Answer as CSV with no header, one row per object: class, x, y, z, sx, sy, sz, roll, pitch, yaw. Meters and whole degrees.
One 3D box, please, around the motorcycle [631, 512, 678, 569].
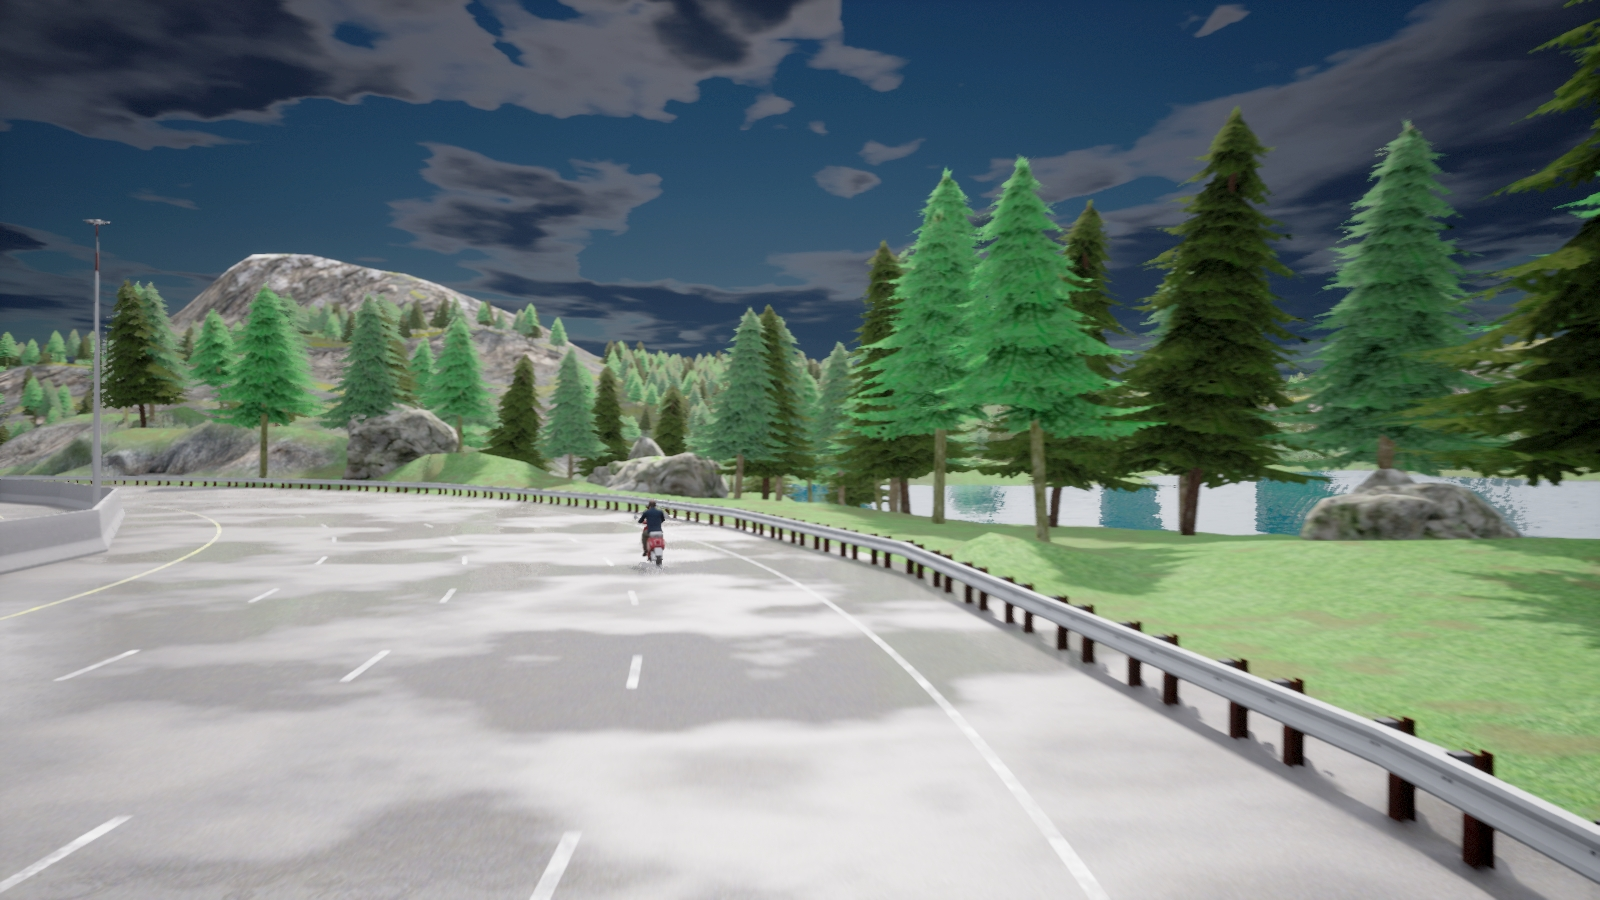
motorcycle,-3.597,2.201,28.138,0.856,1.236,1.805,-2,1,-16
